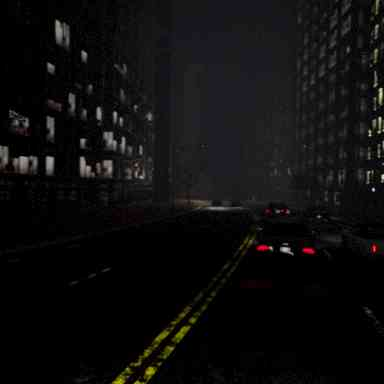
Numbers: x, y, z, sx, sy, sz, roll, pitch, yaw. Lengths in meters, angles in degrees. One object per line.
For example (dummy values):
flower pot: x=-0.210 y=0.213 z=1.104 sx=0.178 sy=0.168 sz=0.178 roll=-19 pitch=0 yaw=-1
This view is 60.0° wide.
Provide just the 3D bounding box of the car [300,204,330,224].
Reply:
car: x=10.592 y=1.809 z=28.903 sx=1.882 sy=1.535 sz=5.008 roll=1 pitch=0 yaw=11

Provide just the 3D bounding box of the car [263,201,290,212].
car: x=7.158 y=1.602 z=28.250 sx=2.097 sy=1.767 sz=4.553 roll=1 pitch=0 yaw=11

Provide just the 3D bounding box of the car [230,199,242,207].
car: x=7.594 y=1.889 z=57.705 sx=2.033 sy=1.411 sz=5.357 roll=1 pitch=0 yaw=4

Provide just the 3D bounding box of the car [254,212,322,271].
car: x=3.243 y=1.658 z=11.558 sx=2.033 sy=1.411 sz=5.357 roll=1 pitch=0 yaw=16

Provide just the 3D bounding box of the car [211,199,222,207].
car: x=4.325 y=1.875 z=57.691 sx=1.895 sy=1.301 sz=4.718 roll=1 pitch=0 yaw=4

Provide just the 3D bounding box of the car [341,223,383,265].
car: x=6.768 y=1.799 z=12.149 sx=1.895 sy=1.301 sz=4.718 roll=1 pitch=0 yaw=15
